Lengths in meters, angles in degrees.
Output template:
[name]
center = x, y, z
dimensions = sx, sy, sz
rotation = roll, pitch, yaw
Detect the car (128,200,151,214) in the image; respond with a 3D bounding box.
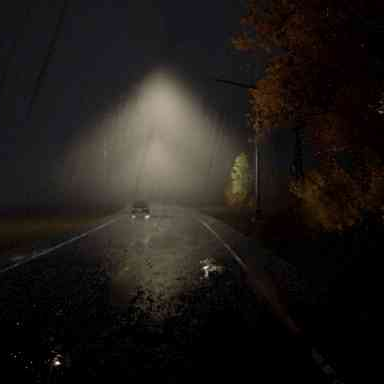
[car]
center = -5.579, 1.631, 36.514
dimensions = 1.837, 1.490, 4.892
rotation = 0, 0, -6
